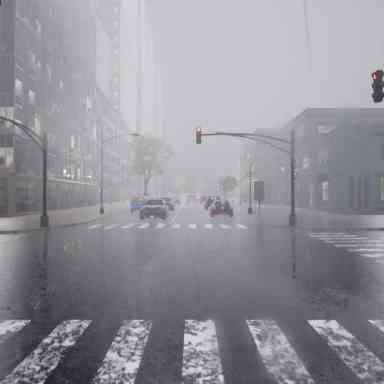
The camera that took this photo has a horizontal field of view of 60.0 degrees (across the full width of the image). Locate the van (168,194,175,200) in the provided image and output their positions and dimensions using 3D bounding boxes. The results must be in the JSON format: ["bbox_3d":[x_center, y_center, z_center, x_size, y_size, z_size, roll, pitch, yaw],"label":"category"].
[{"bbox_3d":[-5.758,1.347,93.413,1.690,1.788,3.998,1,0,0],"label":"van"}]

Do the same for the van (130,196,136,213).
[{"bbox_3d":[-5.707,1.345,36.673,1.690,1.788,3.998,1,0,0],"label":"van"}]

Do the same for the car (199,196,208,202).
[{"bbox_3d":[2.633,1.571,76.437,1.947,1.339,4.313,1,0,0],"label":"car"}]

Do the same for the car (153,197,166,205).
[{"bbox_3d":[-5.732,1.587,59.369,1.802,1.307,4.206,1,0,0],"label":"car"}]

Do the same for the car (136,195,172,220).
[{"bbox_3d":[-3.125,1.356,28.161,2.097,1.767,4.553,0,0,0],"label":"car"}]

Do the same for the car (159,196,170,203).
[{"bbox_3d":[-5.742,1.571,70.717,1.947,1.339,4.313,1,0,0],"label":"car"}]

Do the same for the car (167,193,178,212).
[{"bbox_3d":[-3.134,1.359,38.866,2.097,1.767,4.553,0,0,0],"label":"car"}]

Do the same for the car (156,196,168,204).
[{"bbox_3d":[-5.737,1.571,65.043,1.947,1.339,4.313,1,0,0],"label":"car"}]

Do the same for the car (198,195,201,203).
[{"bbox_3d":[2.648,1.320,65.089,2.192,1.841,5.009,1,0,0],"label":"car"}]

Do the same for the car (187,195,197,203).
[{"bbox_3d":[0.037,1.357,69.622,2.097,1.767,4.553,0,0,0],"label":"car"}]

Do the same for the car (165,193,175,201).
[{"bbox_3d":[-5.753,1.321,87.739,2.192,1.841,5.009,1,0,0],"label":"car"}]

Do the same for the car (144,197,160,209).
[{"bbox_3d":[-5.720,1.530,47.851,1.752,1.417,4.829,1,0,0],"label":"car"}]

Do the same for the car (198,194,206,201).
[{"bbox_3d":[2.624,1.446,87.785,1.967,1.590,4.097,1,0,0],"label":"car"}]

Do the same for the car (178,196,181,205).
[{"bbox_3d":[-3.086,1.497,60.758,2.128,1.511,4.902,0,0,0],"label":"car"}]

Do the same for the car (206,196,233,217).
[{"bbox_3d":[2.677,1.444,31.045,1.967,1.590,4.097,1,0,0],"label":"car"}]

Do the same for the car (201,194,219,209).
[{"bbox_3d":[2.669,1.320,42.393,2.192,1.841,5.009,1,0,0],"label":"car"}]

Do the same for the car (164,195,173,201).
[{"bbox_3d":[-5.752,1.556,82.065,2.008,1.369,4.403,1,0,0],"label":"car"}]
